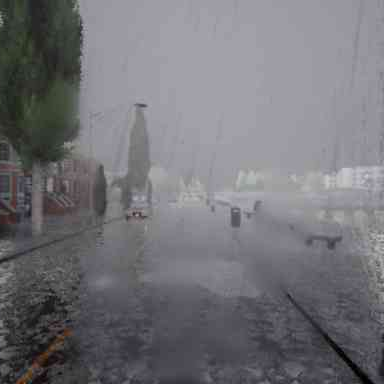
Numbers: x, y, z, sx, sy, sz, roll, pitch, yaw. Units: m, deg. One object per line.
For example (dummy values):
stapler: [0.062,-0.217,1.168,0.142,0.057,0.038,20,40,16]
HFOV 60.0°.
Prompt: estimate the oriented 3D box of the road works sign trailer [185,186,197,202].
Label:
road works sign trailer: [-0.005,0.413,73.938,2.380,3.560,2.880,0,0,0]

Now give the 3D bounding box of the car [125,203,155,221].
car: [-4.098,1.545,26.869,1.994,1.385,4.181,0,0,0]

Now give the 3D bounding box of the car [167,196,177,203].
car: [-4.005,1.550,67.902,1.895,1.301,4.718,0,0,0]
